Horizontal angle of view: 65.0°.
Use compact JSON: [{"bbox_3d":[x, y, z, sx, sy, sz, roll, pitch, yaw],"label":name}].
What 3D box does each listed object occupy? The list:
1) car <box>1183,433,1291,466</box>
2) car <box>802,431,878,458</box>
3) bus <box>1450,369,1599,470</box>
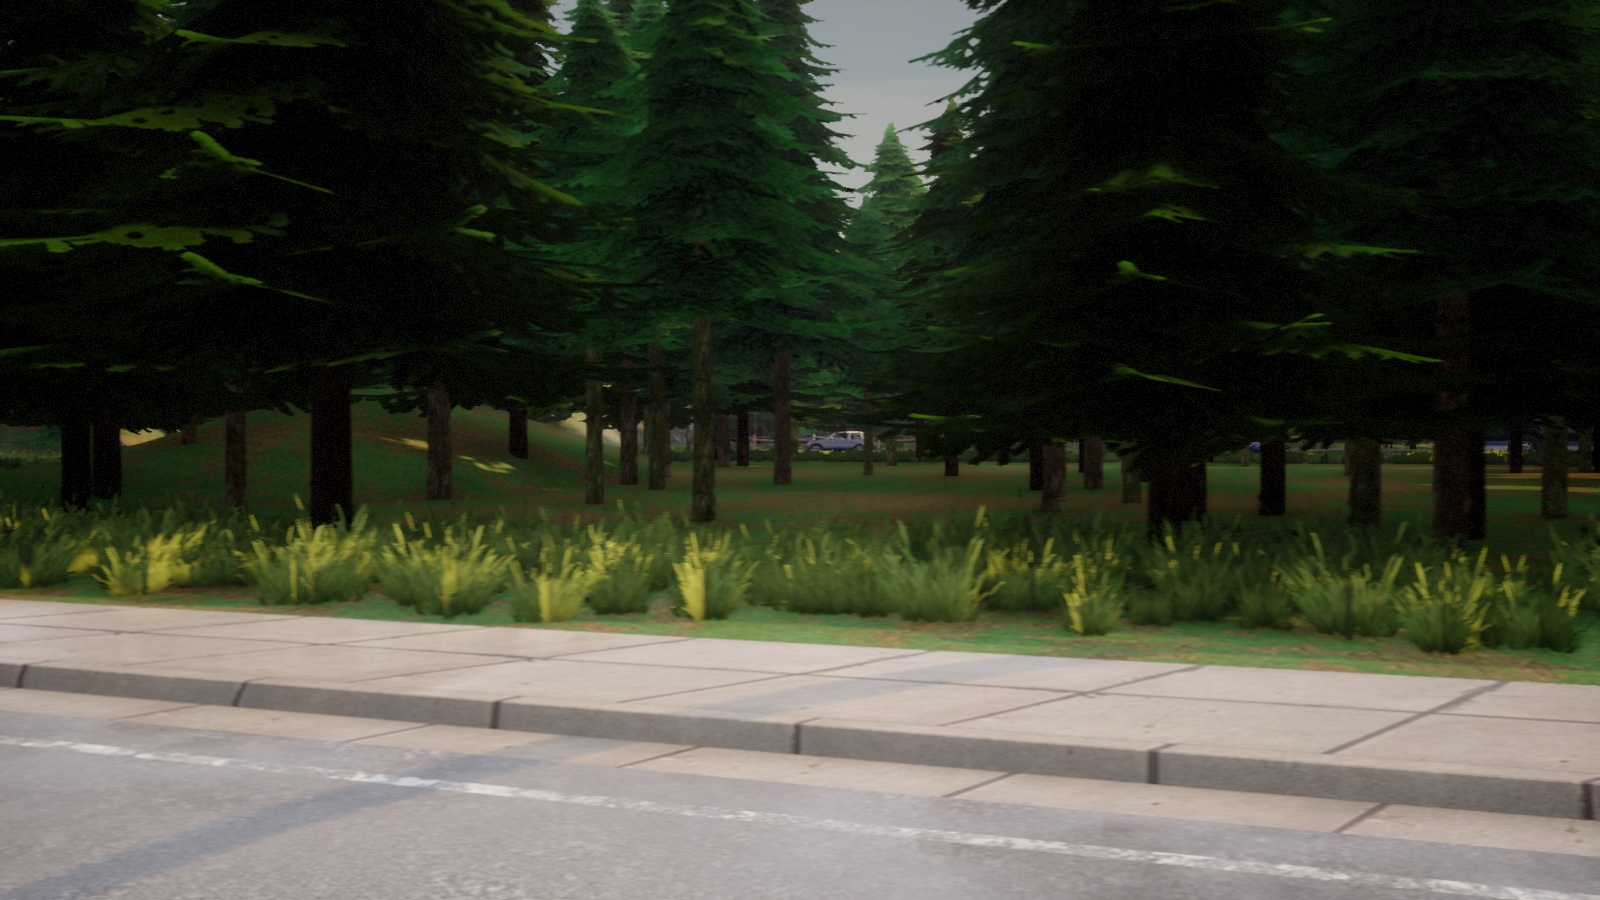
[{"bbox_3d":[20.767,-0.046,59.748,4.792,1.488,2.163,1,1,20],"label":"car"},{"bbox_3d":[2.258,-0.314,70.042,3.806,1.475,1.970,1,1,18],"label":"car"},{"bbox_3d":[34.417,-1.300,54.856,10.273,4.253,3.944,1,1,20],"label":"bus"}]
